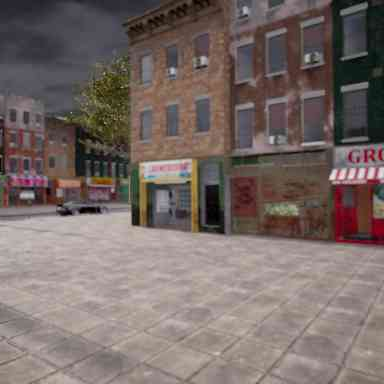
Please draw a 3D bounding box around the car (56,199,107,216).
[{"bbox_3d":[-9.082,1.262,27.483,1.947,1.339,4.313,0,1,36],"label":"car"}]
